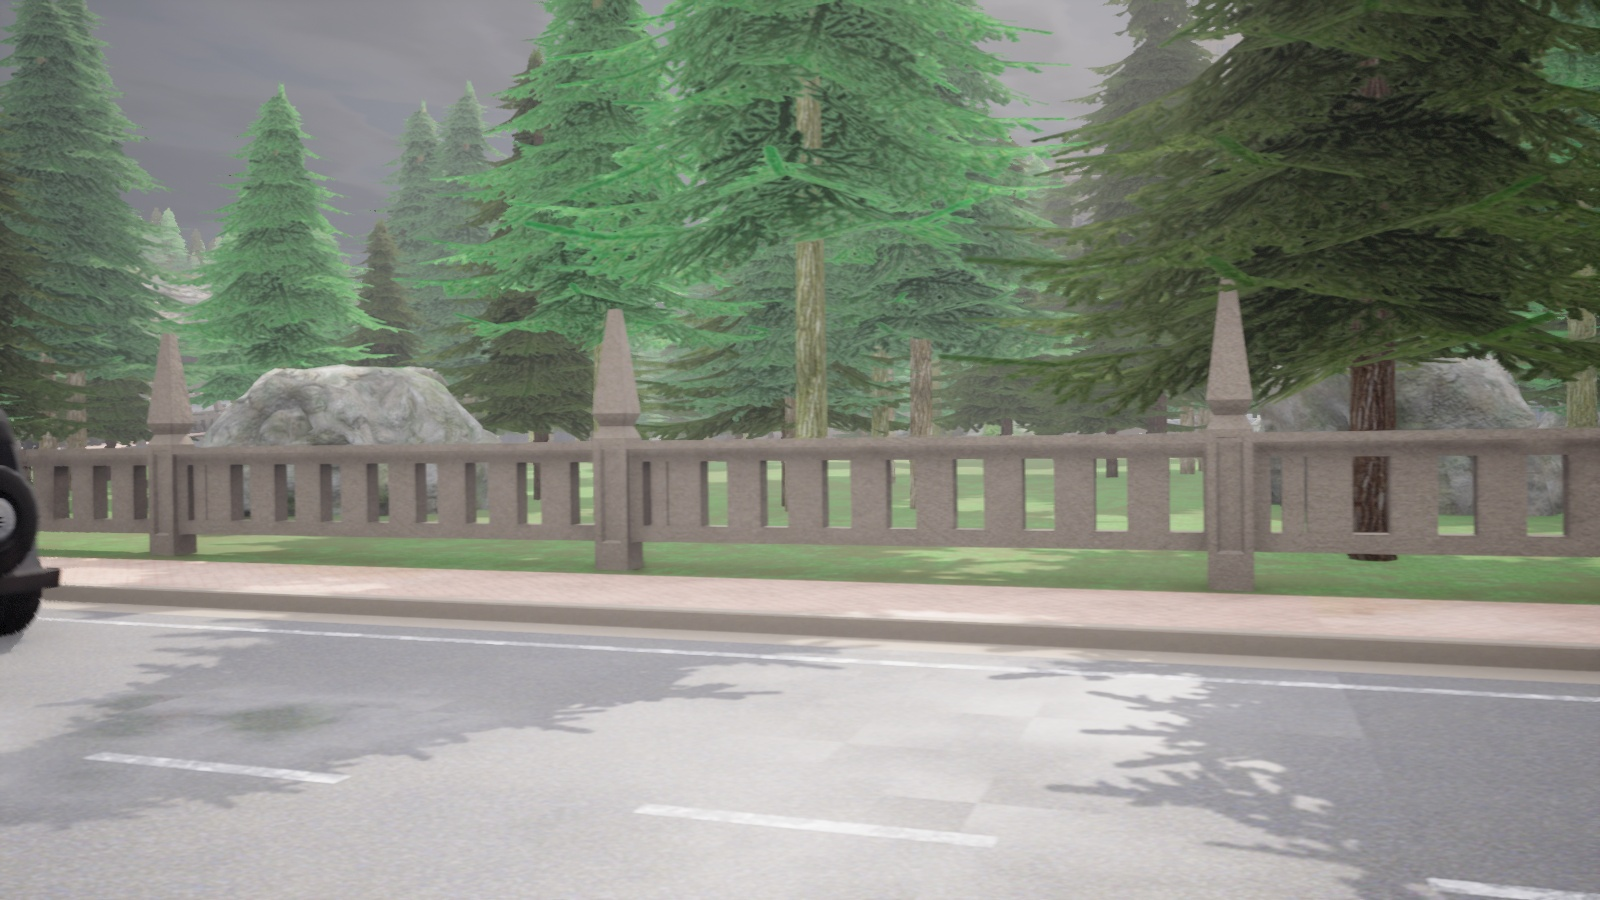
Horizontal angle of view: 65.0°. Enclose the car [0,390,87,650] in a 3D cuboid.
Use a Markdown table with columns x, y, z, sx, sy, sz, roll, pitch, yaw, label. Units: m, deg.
| x | y | z | sx | sy | sz | roll | pitch | yaw | label |
| --- | --- | --- | --- | --- | --- | --- | --- | --- | --- |
| -7.682 | 0.499 | 9.467 | 3.866 | 1.878 | 1.905 | 0 | 1 | 19 | car |
